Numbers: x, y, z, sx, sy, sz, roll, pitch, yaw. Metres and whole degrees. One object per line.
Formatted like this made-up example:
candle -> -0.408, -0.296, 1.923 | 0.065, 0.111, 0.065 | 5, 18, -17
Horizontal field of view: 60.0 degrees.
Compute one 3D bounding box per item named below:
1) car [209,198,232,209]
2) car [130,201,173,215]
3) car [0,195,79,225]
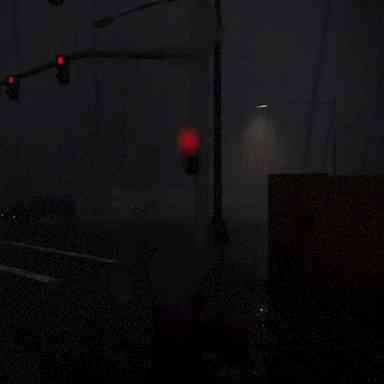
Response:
car -> 3.757, 1.532, 45.412 | 1.812, 1.442, 4.674 | 0, 0, 36
car -> -4.143, 1.607, 34.483 | 1.895, 1.301, 4.718 | 0, 0, 36
car -> -11.149, 1.228, 24.749 | 2.150, 2.045, 5.566 | 0, 0, 36
